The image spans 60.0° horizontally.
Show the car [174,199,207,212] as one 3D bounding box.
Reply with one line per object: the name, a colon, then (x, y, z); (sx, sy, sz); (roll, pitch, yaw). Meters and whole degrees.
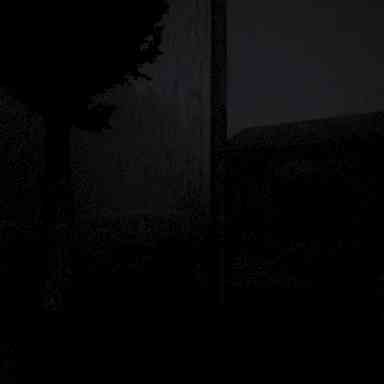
car: (-0.072, 1.503, 38.398); (2.128, 1.511, 4.902); (0, 0, 36)
